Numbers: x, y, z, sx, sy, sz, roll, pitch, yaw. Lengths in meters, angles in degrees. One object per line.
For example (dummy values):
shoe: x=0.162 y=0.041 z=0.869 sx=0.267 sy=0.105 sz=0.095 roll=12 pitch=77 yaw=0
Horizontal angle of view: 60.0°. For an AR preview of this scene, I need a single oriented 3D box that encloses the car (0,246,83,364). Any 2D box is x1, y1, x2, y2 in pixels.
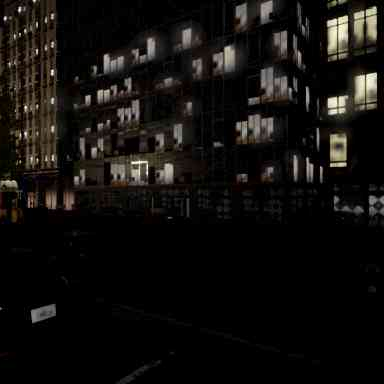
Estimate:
car: x=-3.566 y=1.567 z=5.413 sx=4.313 sy=1.339 sz=1.947 roll=0 pitch=0 yaw=35
